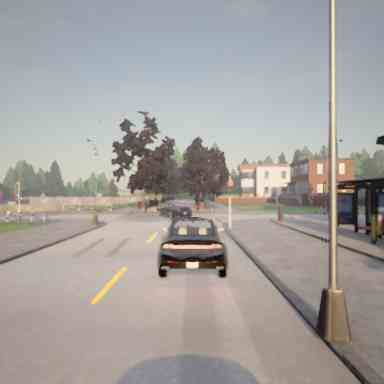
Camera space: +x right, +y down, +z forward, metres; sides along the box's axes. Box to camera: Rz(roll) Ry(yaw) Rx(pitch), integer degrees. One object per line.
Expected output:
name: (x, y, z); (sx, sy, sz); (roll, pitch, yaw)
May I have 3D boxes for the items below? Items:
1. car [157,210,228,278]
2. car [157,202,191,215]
car: (0.031, 1.543, 10.339); (2.128, 1.511, 4.902); (0, 0, 0)
car: (-1.658, 1.680, 30.938); (1.812, 1.442, 4.674); (1, -1, -27)
